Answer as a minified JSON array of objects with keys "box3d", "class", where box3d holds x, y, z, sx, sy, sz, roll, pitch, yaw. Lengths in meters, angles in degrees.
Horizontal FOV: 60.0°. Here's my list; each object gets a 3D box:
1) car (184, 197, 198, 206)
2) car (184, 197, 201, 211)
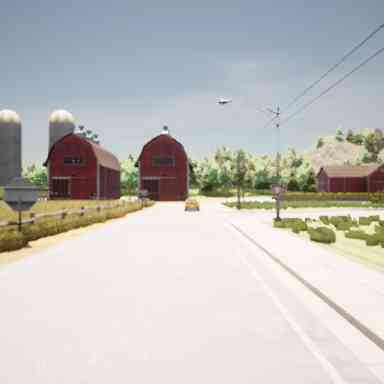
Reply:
[{"box3d":[-0.212,1.598,58.311,2.128,1.511,4.902,0,0,-5],"class":"car"},{"box3d":[0.041,1.555,41.912,1.882,1.535,5.008,0,0,0],"class":"car"}]
